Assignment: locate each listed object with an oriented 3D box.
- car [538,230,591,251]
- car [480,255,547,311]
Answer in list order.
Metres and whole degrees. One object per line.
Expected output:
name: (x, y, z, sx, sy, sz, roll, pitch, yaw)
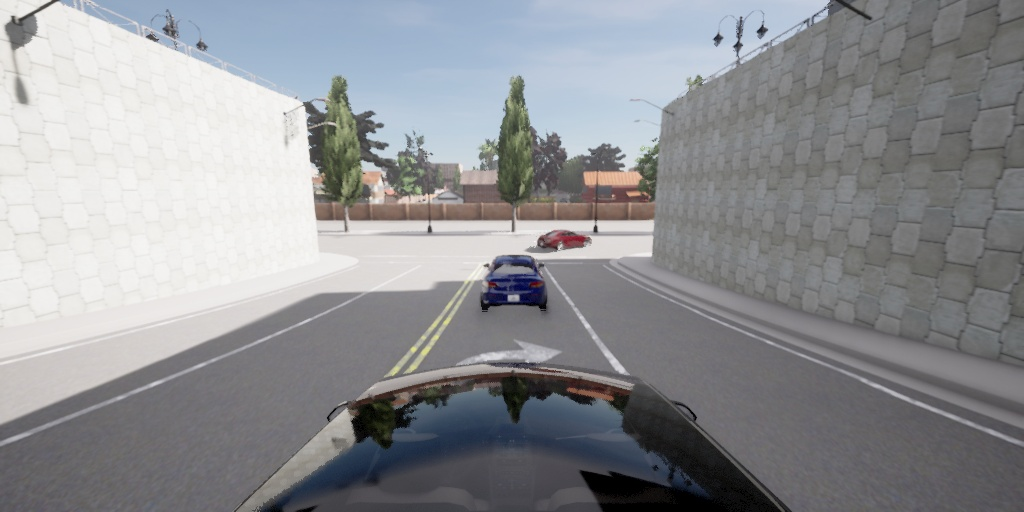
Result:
car: (4.050, -1.293, 27.475, 4.674, 1.442, 1.812, -8, 12, -36)
car: (0.063, 0.680, 11.221, 1.812, 1.442, 4.674, 0, 5, 1)
